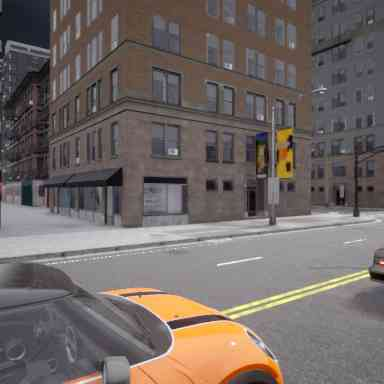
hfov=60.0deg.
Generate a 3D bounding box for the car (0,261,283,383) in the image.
[{"bbox_3d":[-1.369,1.352,2.427,4.553,1.767,2.097,0,0,-37],"label":"car"}]

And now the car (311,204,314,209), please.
[{"bbox_3d":[12.565,1.548,40.309,1.994,1.385,4.181,0,0,-36],"label":"car"}]

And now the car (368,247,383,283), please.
[{"bbox_3d":[6.433,1.549,8.230,5.357,1.411,2.033,0,0,-37],"label":"car"}]
